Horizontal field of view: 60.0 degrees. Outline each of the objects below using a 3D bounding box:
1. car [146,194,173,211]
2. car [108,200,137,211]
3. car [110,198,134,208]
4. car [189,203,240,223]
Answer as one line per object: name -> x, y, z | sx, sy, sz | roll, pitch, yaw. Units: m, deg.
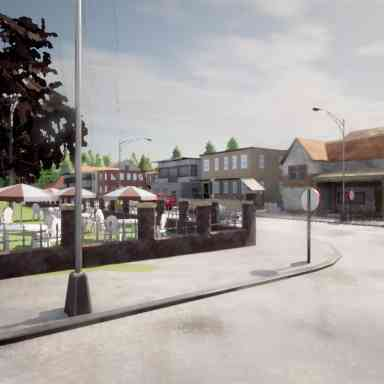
car -> -4.428, 1.222, 41.004 | 2.150, 2.045, 5.566 | 0, 0, -35
car -> -8.243, 1.477, 39.150 | 1.882, 1.535, 5.008 | 0, 0, -35
car -> -10.442, 1.564, 49.451 | 1.994, 1.385, 4.181 | 0, 0, -35
car -> 1.610, 1.526, 25.305 | 1.812, 1.442, 4.674 | 0, 1, -36
